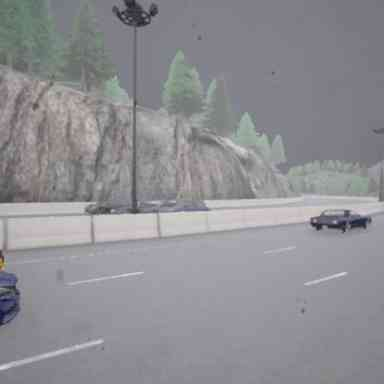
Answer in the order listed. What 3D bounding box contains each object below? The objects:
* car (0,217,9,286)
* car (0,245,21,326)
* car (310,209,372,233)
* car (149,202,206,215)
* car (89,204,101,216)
[{"bbox_3d":[-7.034,1.474,7.410,5.008,1.535,1.882,0,0,-35],"label":"car"},{"bbox_3d":[-4.978,1.521,4.565,4.674,1.442,1.812,0,0,-35],"label":"car"},{"bbox_3d":[9.252,1.714,20.420,4.718,1.301,1.895,0,0,-42],"label":"car"},{"bbox_3d":[-0.685,1.443,25.958,4.553,1.767,2.097,0,0,-41],"label":"car"},{"bbox_3d":[-8.326,1.438,33.228,4.553,1.767,2.097,0,0,-41],"label":"car"}]
